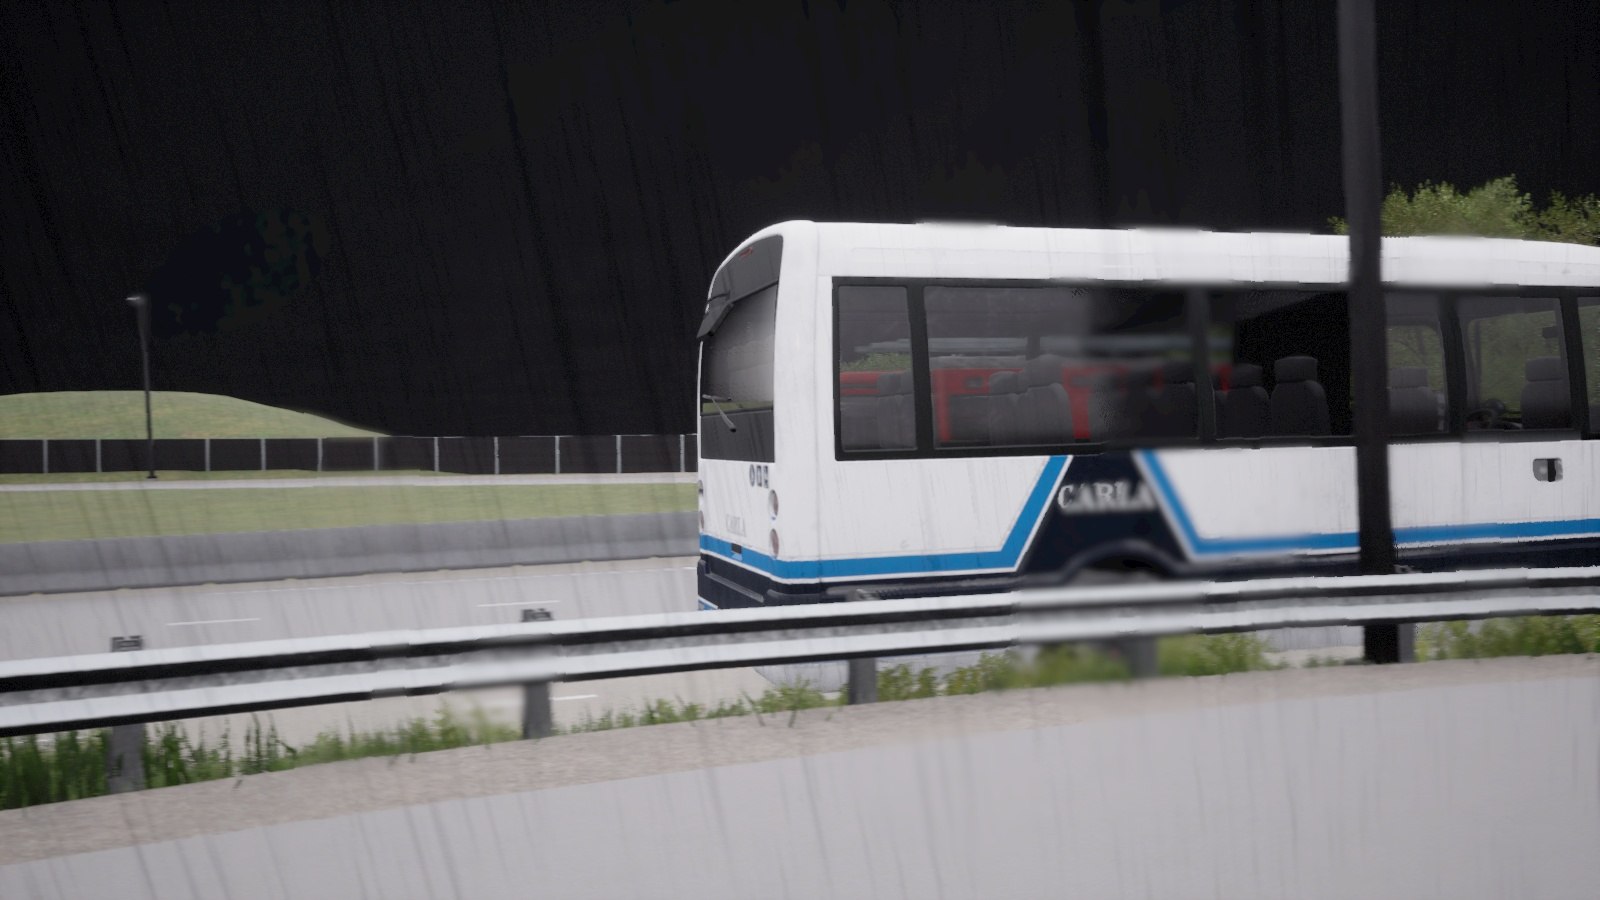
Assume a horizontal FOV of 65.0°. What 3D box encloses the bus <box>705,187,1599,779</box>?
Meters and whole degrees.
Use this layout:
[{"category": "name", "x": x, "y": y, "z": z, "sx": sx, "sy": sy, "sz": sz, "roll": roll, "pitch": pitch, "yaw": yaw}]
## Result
[{"category": "bus", "x": 4.571, "y": 0.083, "z": 12.355, "sx": 10.273, "sy": 4.253, "sz": 3.944, "roll": -2, "pitch": 1, "yaw": -17}]
